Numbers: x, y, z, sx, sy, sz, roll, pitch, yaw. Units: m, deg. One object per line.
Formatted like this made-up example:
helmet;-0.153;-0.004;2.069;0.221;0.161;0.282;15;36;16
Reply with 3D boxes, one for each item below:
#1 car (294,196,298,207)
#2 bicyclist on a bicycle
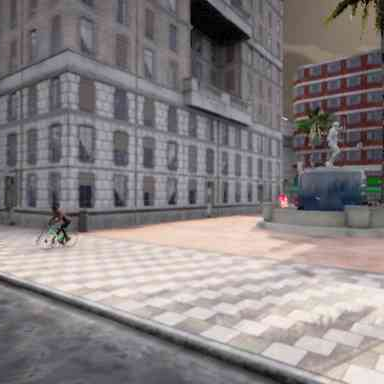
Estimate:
car;17.753;1.582;48.760;2.150;2.045;5.566;1;-1;-42
bicyclist on a bicycle;-5.057;1.344;12.579;0.582;1.620;1.656;0;-1;37
